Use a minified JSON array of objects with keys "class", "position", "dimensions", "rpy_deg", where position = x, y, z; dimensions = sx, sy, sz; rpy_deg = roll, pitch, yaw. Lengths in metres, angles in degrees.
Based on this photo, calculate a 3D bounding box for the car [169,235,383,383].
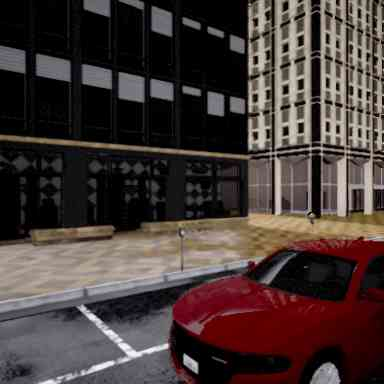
[{"class":"car","position":[2.025,1.459,4.808],"dimensions":[5.008,1.535,1.882],"rpy_deg":[0,0,-35]}]
